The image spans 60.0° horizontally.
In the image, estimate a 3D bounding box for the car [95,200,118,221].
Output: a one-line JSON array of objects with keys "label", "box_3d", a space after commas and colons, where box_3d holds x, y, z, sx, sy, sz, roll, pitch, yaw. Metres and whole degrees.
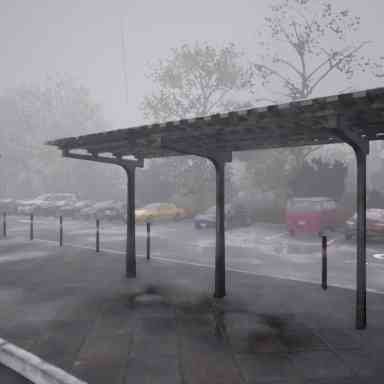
[{"label": "car", "box_3d": [-4.728, 1.494, 26.047, 2.163, 1.488, 4.792, 0, 0, 35]}]

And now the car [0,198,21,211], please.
[{"label": "car", "box_3d": [-22.882, 1.441, 38.832, 2.163, 1.488, 4.792, 1, 0, 35]}]

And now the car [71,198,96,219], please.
[{"label": "car", "box_3d": [-7.005, 1.461, 27.632, 2.231, 1.521, 4.892, 0, 0, 35]}]

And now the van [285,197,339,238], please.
[{"label": "van", "box_3d": [6.648, 1.264, 18.097, 1.878, 1.987, 4.442, 0, 0, 35]}]

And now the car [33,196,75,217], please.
[{"label": "car", "box_3d": [-11.537, 1.449, 30.839, 2.097, 1.535, 5.008, 0, 0, 35]}]

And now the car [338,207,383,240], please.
[{"label": "car", "box_3d": [8.843, 1.535, 16.396, 2.002, 1.452, 4.674, 0, 0, 35]}]

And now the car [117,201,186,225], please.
[{"label": "car", "box_3d": [-2.587, 1.467, 24.267, 1.946, 1.575, 5.366, 0, 0, 35]}]

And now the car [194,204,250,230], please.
[{"label": "car", "box_3d": [2.034, 1.509, 21.186, 2.163, 1.488, 4.792, 0, 0, 35]}]

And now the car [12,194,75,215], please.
[{"label": "car", "box_3d": [-13.821, 1.193, 32.416, 2.435, 2.045, 5.566, 0, 0, 35]}]

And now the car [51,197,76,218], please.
[{"label": "car", "box_3d": [-9.271, 1.454, 29.235, 2.097, 1.535, 5.008, 0, 0, 35]}]

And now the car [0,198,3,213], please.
[{"label": "car", "box_3d": [-18.339, 1.432, 35.644, 2.097, 1.535, 5.008, 0, 0, 35]}]

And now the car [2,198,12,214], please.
[{"label": "car", "box_3d": [-16.073, 1.441, 34.038, 2.231, 1.521, 4.892, 0, 0, 35]}]
